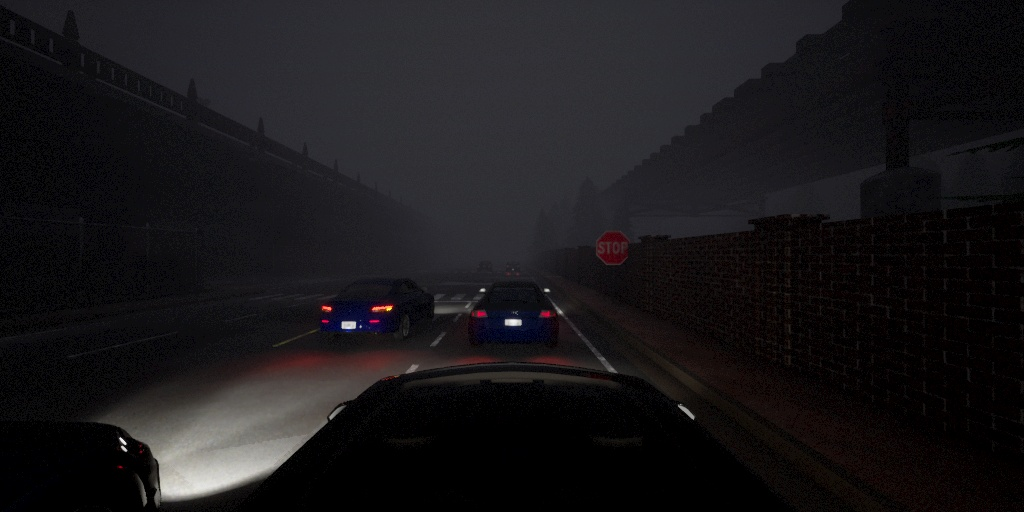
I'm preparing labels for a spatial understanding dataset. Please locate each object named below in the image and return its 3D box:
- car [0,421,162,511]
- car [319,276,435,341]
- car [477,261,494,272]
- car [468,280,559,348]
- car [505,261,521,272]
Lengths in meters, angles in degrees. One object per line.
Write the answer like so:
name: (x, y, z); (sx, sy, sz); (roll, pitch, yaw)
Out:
car: (-3.398, 1.314, 0.690); (1.994, 1.385, 4.181); (0, 0, 0)
car: (-3.413, 1.276, 9.786); (1.812, 1.442, 4.674); (0, 0, 0)
car: (-3.399, 1.297, 45.914); (2.033, 1.411, 5.357); (0, 0, -1)
car: (0.069, 1.314, 9.263); (1.994, 1.385, 4.181); (0, 0, 1)
car: (0.096, 1.351, 46.082); (1.895, 1.301, 4.718); (0, 0, -1)
